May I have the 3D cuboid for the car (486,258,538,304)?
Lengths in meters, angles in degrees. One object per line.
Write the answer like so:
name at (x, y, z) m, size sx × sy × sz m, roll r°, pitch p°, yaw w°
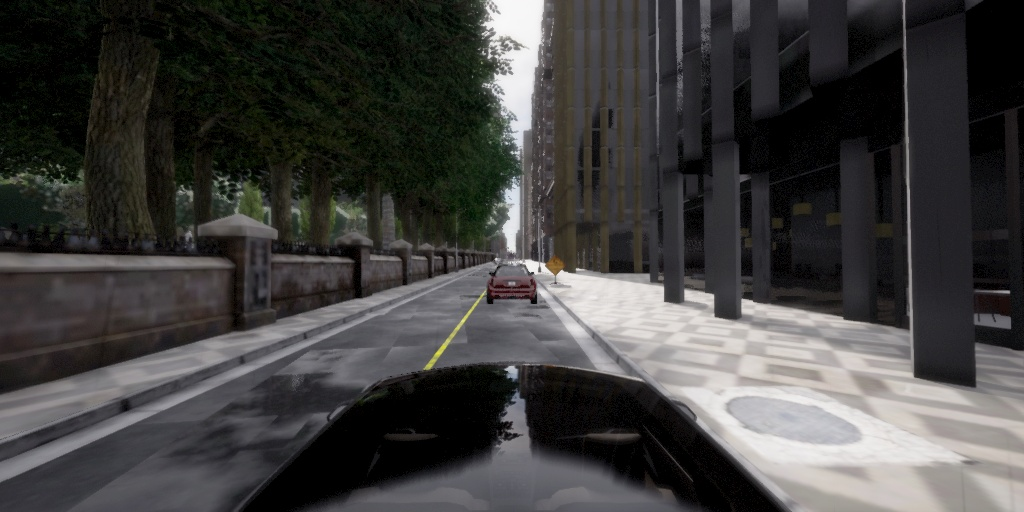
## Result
car at (0.000, 1.117, 16.473) m, size 2.097 × 1.767 × 4.553 m, roll 0°, pitch 0°, yaw 0°

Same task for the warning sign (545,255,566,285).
warning sign at (2.717, 0.863, 22.310) m, size 1.300 × 1.860 × 1.060 m, roll 0°, pitch 0°, yaw 0°
